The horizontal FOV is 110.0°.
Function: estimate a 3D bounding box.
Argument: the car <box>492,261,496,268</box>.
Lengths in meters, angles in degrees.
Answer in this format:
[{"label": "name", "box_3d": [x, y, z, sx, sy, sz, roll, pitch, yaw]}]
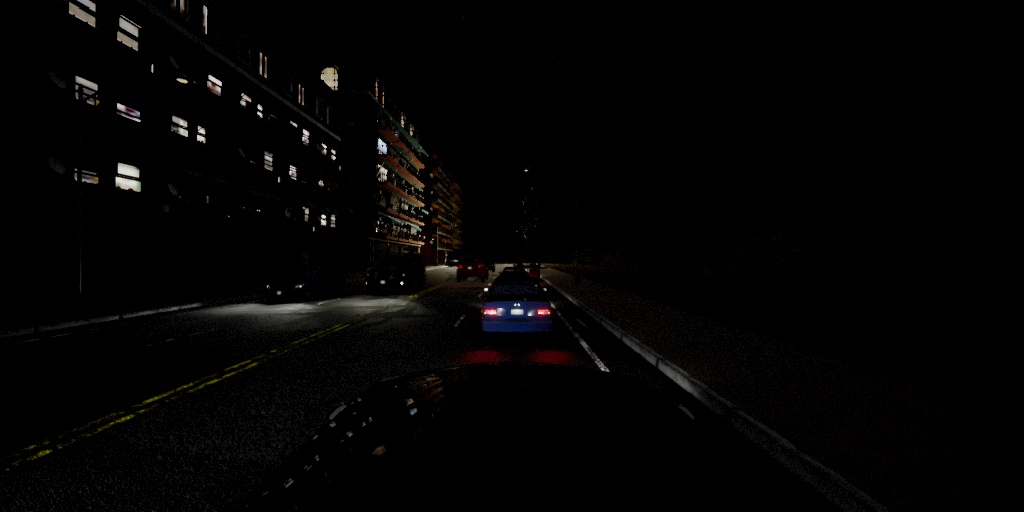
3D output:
[{"label": "car", "box_3d": [-3.102, 1.279, 45.605, 1.812, 1.442, 4.674, 0, 0, 0]}]

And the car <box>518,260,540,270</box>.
[{"label": "car", "box_3d": [1.170, 1.104, 29.811, 2.097, 1.767, 4.553, 0, 0, 0]}]

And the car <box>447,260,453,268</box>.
[{"label": "car", "box_3d": [-9.755, 1.316, 60.703, 1.994, 1.385, 4.181, 0, 0, 0]}]

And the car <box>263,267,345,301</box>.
[{"label": "car", "box_3d": [-9.819, 1.278, 17.443, 1.812, 1.442, 4.674, 0, 0, 0]}]

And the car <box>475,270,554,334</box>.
[{"label": "car", "box_3d": [0.112, 1.299, 10.542, 2.033, 1.411, 5.357, 0, 0, 0]}]

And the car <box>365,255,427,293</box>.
[{"label": "car", "box_3d": [-6.578, 0.974, 21.015, 2.150, 2.045, 5.566, 0, 0, 0]}]

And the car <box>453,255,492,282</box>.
[{"label": "car", "box_3d": [-3.118, 0.975, 29.251, 2.150, 2.045, 5.566, 0, 0, 0]}]

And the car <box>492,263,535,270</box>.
[{"label": "car", "box_3d": [0.116, 1.317, 20.876, 1.994, 1.385, 4.181, 0, 0, 1]}]
